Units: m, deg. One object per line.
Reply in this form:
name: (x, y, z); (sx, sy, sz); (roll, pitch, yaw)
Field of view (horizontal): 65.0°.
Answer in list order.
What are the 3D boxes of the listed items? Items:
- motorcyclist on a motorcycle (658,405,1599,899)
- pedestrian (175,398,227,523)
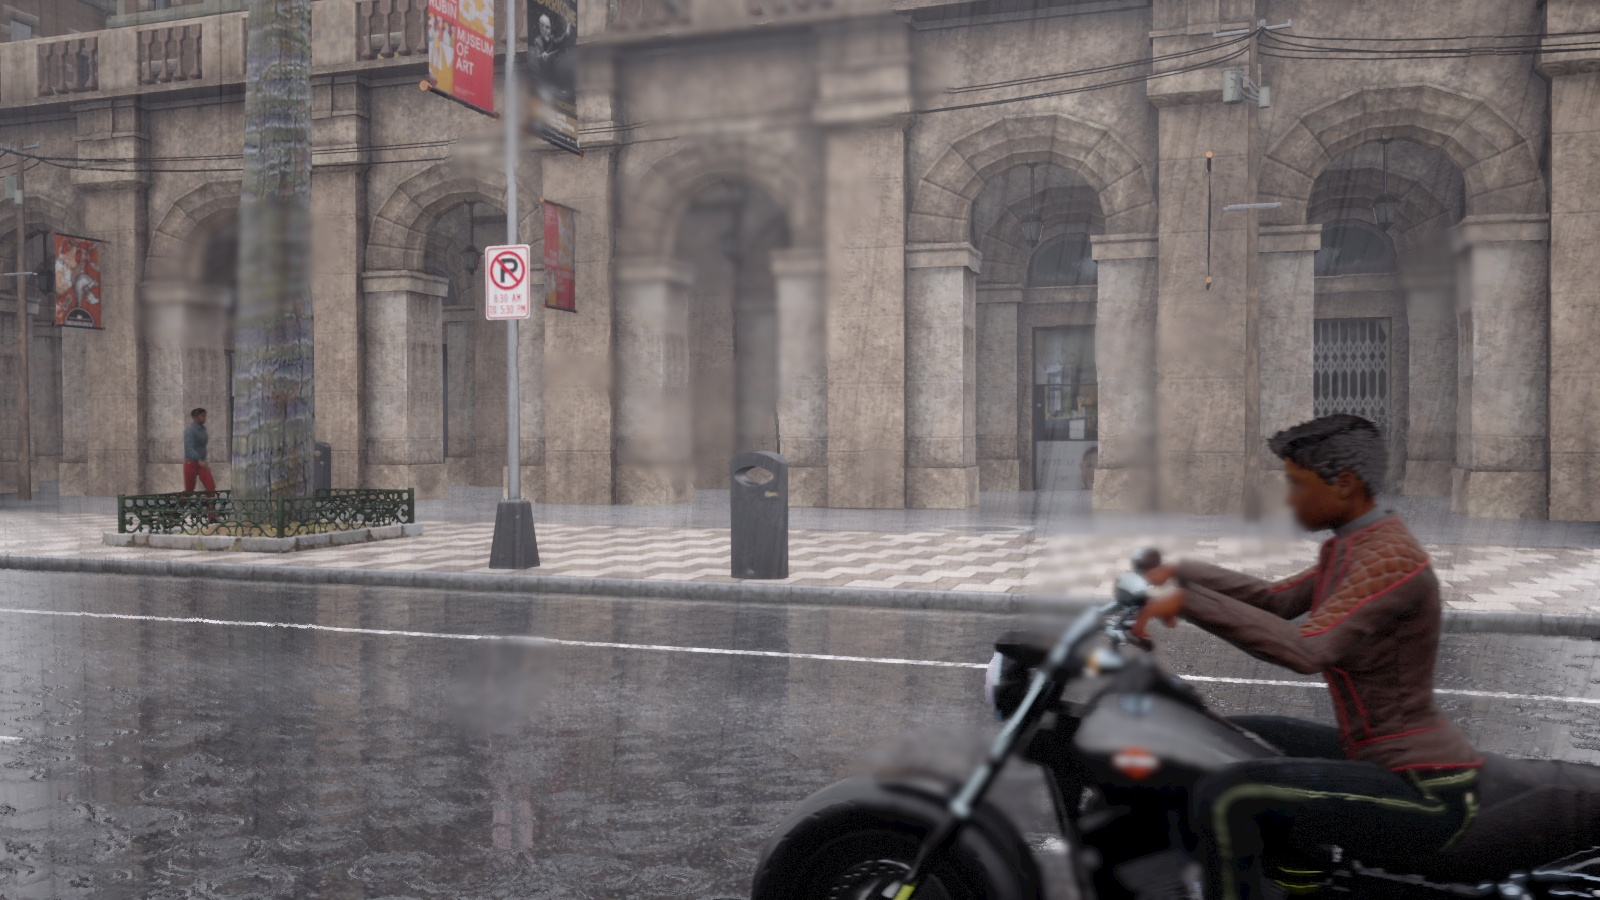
motorcyclist on a motorcycle: (0.908, 0.734, 2.886); (2.350, 1.649, 0.766); (0, 1, 19)
pedestrian: (-8.949, 0.149, 18.769); (0.614, 1.847, 0.353); (0, 1, 13)
